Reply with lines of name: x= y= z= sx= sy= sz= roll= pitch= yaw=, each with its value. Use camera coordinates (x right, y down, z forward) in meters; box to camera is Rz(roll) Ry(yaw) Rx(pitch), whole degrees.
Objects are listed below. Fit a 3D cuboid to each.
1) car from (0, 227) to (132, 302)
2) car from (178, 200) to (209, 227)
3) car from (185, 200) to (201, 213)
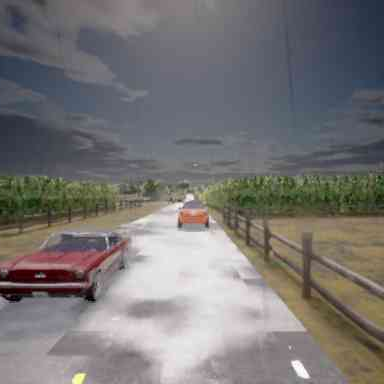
car: x=-2.842 y=1.630 z=8.448 sx=1.895 sy=1.301 sz=4.718 roll=0 pitch=0 yaw=0
car: x=0.100 y=1.465 z=23.755 sx=2.097 sy=1.767 sz=4.553 roll=0 pitch=0 yaw=0
car: x=0.107 y=1.771 z=42.268 sx=1.837 sy=1.490 sz=4.892 roll=0 pitch=0 yaw=0
